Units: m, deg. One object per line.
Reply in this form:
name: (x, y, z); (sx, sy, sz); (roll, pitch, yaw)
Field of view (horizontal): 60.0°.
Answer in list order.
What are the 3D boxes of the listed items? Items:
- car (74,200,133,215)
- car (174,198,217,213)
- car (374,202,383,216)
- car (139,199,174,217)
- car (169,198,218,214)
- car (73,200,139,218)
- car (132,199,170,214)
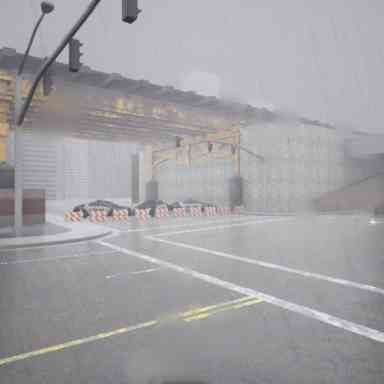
car: (-7.595, 1.295, 28.805); (4.536, 1.218, 1.853); (0, 0, 8)
car: (0.056, 1.295, 35.241); (4.536, 1.218, 1.853); (0, 0, -7)
car: (19.020, 1.478, 31.348); (5.008, 1.535, 1.882); (0, 0, -37)
car: (-3.800, 1.453, 31.485); (2.038, 1.542, 4.974); (0, 0, 18)
car: (0.108, 1.453, 35.247); (4.974, 1.542, 2.038); (0, 0, -7)
car: (-7.544, 1.453, 28.798); (4.974, 1.542, 2.038); (0, 0, 8)
car: (-3.784, 1.295, 31.535); (1.853, 1.218, 4.536); (0, 0, 18)
